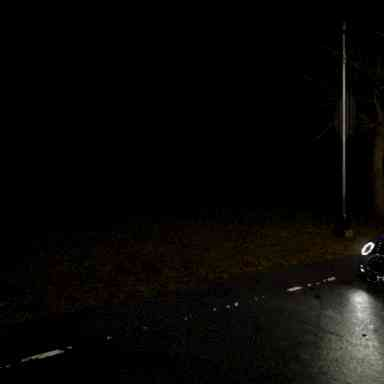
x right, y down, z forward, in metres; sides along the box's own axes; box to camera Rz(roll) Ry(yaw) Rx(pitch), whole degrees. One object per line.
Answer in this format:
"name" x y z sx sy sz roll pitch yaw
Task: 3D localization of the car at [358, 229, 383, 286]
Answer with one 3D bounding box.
"car" 6.190 1.355 8.405 4.553 1.767 2.097 0 0 -35
